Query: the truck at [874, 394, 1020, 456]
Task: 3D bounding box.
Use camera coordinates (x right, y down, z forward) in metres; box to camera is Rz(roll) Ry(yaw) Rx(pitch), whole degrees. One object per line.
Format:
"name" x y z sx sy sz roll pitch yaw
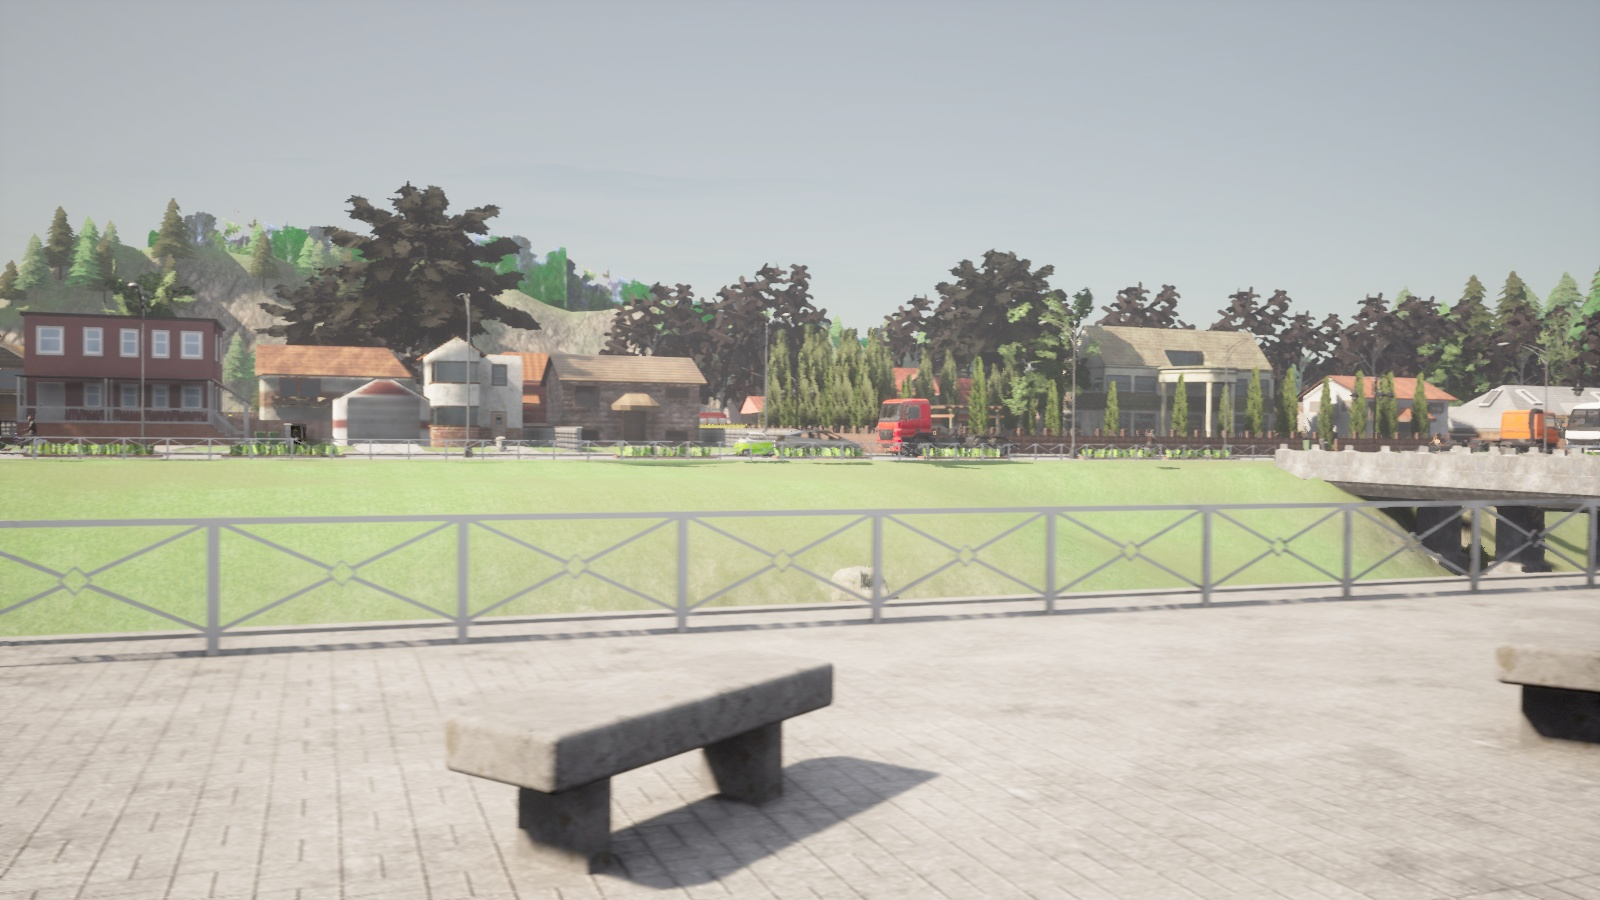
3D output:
"truck" 8.537 -1.464 72.989 7.936 3.462 2.891 -1 1 -21

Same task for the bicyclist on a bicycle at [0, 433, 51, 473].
"bicyclist on a bicycle" -34.861 0.126 56.534 1.843 1.776 0.659 -1 1 -21

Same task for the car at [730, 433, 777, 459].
"car" -2.563 -0.239 68.790 2.207 1.376 1.481 -1 1 -21

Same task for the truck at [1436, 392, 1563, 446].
"truck" 46.278 -2.035 83.030 7.936 3.462 2.891 -1 1 -21

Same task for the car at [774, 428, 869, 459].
"car" 1.132 -0.340 65.913 4.514 1.525 2.007 -1 1 -21
